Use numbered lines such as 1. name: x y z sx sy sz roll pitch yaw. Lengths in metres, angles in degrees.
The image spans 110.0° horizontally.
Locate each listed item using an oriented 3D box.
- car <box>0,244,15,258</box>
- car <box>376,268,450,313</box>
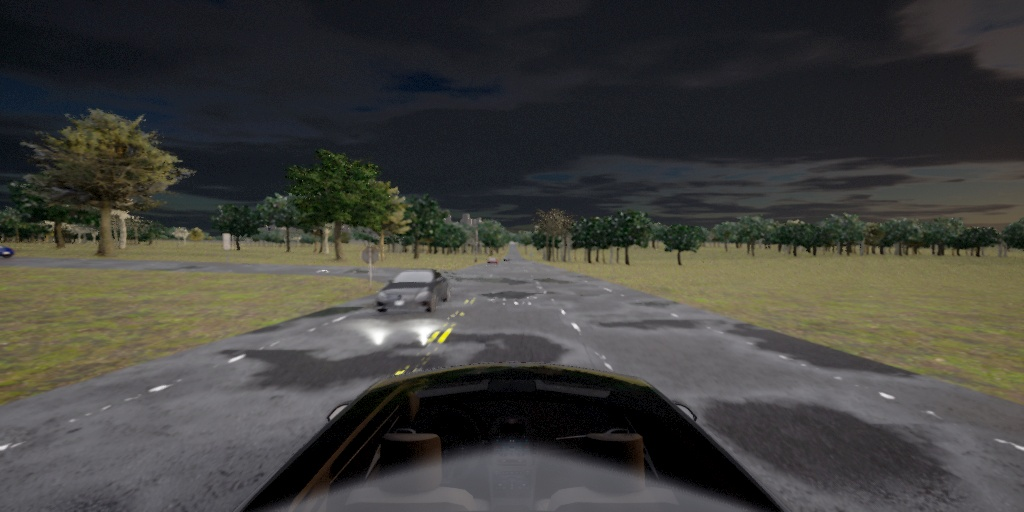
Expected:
1. car: -49.355 -0.507 33.389 4.674 1.442 1.812 2 2 0
2. car: -3.516 1.192 13.534 1.812 1.442 4.674 0 0 0
